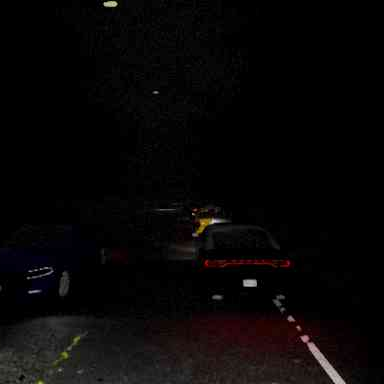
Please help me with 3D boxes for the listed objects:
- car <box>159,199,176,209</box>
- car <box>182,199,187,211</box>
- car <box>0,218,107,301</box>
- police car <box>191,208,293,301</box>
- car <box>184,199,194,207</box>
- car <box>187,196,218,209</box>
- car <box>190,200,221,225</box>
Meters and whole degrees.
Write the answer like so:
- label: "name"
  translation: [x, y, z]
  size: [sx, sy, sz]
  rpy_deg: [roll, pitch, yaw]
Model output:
- label: "car"
  translation: [-4.038, 1.883, 51.226]
  size: [2.033, 1.411, 5.357]
  rpy_deg: [0, -1, -1]
- label: "car"
  translation: [-0.308, 1.772, 45.340]
  size: [2.128, 1.511, 4.902]
  rpy_deg: [0, -1, 0]
- label: "car"
  translation: [-3.617, 1.498, 8.608]
  size: [1.882, 1.535, 5.008]
  rpy_deg: [0, 0, 0]
- label: "police car"
  translation: [1.040, 1.447, 8.578]
  size: [1.930, 1.638, 5.238]
  rpy_deg: [0, 0, 0]
- label: "car"
  translation: [-0.579, 1.954, 59.425]
  size: [1.812, 1.442, 4.674]
  rpy_deg: [0, -1, -1]
- label: "car"
  translation: [0.925, 1.311, 24.526]
  size: [2.150, 2.045, 5.566]
  rpy_deg: [-1, 0, -1]
- label: "car"
  translation: [0.978, 1.513, 18.672]
  size: [1.801, 1.575, 5.366]
  rpy_deg: [-1, 0, 0]
